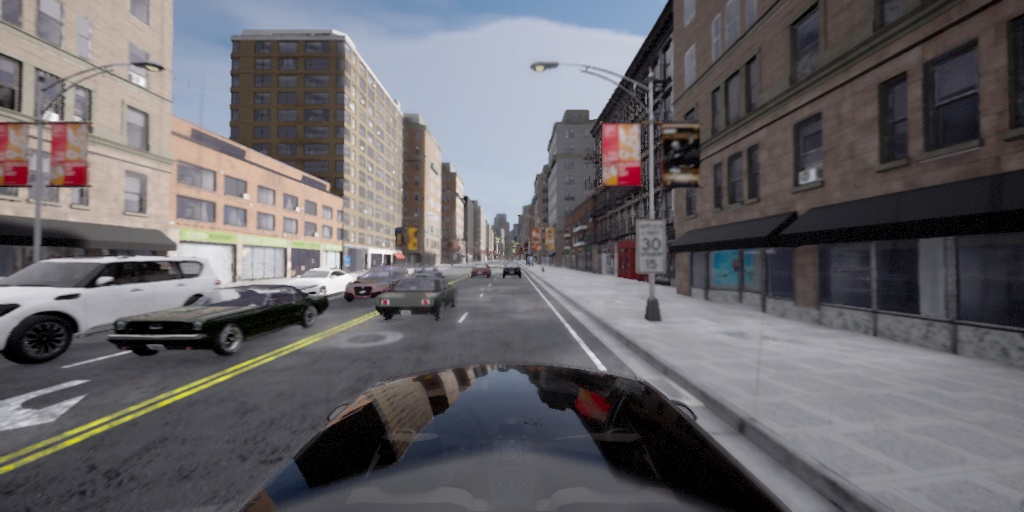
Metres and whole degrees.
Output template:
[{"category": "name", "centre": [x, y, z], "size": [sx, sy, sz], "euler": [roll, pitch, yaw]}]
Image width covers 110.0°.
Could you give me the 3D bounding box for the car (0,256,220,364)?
[{"category": "car", "centre": [-9.854, 1.008, 8.534], "size": [2.150, 2.045, 5.566], "euler": [0, 0, 0]}]

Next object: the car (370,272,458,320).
[{"category": "car", "centre": [-3.154, 1.416, 12.910], "size": [1.895, 1.301, 4.718], "euler": [0, 0, 0]}]

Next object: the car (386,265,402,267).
[{"category": "car", "centre": [-9.848, 1.463, 29.156], "size": [2.033, 1.411, 5.357], "euler": [0, 0, 0]}]

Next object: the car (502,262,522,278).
[{"category": "car", "centre": [-0.011, 1.444, 37.295], "size": [1.882, 1.535, 5.008], "euler": [0, 0, 0]}]

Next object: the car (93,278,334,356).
[{"category": "car", "centre": [-6.596, 1.390, 8.852], "size": [1.895, 1.301, 4.718], "euler": [0, 0, 0]}]

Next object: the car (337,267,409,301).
[{"category": "car", "centre": [-6.592, 1.410, 17.816], "size": [1.994, 1.385, 4.181], "euler": [0, 0, 0]}]

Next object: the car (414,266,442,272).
[{"category": "car", "centre": [-6.590, 1.473, 27.916], "size": [1.994, 1.385, 4.181], "euler": [0, 0, 0]}]

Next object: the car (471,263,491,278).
[{"category": "car", "centre": [-3.160, 1.492, 37.341], "size": [1.812, 1.442, 4.674], "euler": [0, 0, 0]}]

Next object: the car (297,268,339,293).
[{"category": "car", "centre": [-9.847, 1.376, 18.604], "size": [1.812, 1.442, 4.674], "euler": [0, 0, 0]}]
